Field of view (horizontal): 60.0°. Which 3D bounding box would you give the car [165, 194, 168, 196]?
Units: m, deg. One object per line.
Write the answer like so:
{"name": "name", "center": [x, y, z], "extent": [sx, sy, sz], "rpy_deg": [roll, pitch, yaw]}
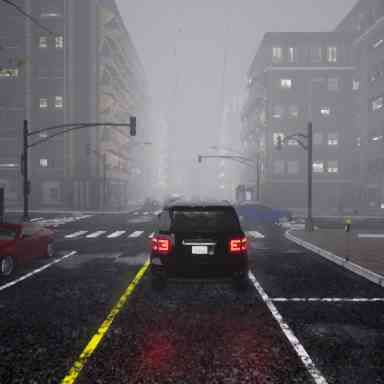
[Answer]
{"name": "car", "center": [-4.967, 1.314, 70.675], "extent": [2.192, 1.841, 5.009], "rpy_deg": [0, 0, 1]}

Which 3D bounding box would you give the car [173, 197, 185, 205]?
{"name": "car", "center": [-2.428, 1.563, 61.649], "extent": [1.994, 1.385, 4.181], "rpy_deg": [0, 0, 1]}

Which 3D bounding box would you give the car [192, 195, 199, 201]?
{"name": "car", "center": [0.856, 1.478, 82.752], "extent": [1.882, 1.535, 5.008], "rpy_deg": [0, 0, 1]}

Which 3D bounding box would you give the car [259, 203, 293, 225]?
{"name": "car", "center": [4.985, 1.527, 24.850], "extent": [5.008, 1.535, 1.882], "rpy_deg": [2, 0, 0]}

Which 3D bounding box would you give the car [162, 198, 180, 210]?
{"name": "car", "center": [-2.644, 1.562, 43.109], "extent": [1.994, 1.385, 4.181], "rpy_deg": [0, 0, 2]}

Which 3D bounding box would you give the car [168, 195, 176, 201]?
{"name": "car", "center": [-4.849, 1.525, 81.782], "extent": [1.752, 1.417, 4.829], "rpy_deg": [0, 0, 1]}

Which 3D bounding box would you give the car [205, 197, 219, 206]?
{"name": "car", "center": [3.237, 1.549, 53.667], "extent": [2.008, 1.369, 4.403], "rpy_deg": [0, 0, 1]}

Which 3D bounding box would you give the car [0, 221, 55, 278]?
{"name": "car", "center": [-5.600, 1.581, 10.074], "extent": [1.802, 1.307, 4.206], "rpy_deg": [0, 0, 1]}

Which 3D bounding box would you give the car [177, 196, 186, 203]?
{"name": "car", "center": [-2.259, 1.522, 71.954], "extent": [1.812, 1.442, 4.674], "rpy_deg": [0, 0, 1]}

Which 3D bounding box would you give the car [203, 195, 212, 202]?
{"name": "car", "center": [3.473, 1.440, 76.220], "extent": [1.967, 1.590, 4.097], "rpy_deg": [0, 0, 1]}

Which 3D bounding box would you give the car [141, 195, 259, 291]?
{"name": "car", "center": [0.178, 1.221, 9.152], "extent": [2.150, 2.045, 5.566], "rpy_deg": [0, 0, 1]}

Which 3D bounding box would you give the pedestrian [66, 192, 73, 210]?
{"name": "pedestrian", "center": [-12.374, 0.902, 33.550], "extent": [0.375, 1.860, 0.375], "rpy_deg": [0, -1, 0]}

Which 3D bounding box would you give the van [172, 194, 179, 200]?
{"name": "van", "center": [-4.730, 1.340, 93.229], "extent": [1.690, 1.788, 3.998], "rpy_deg": [0, 0, 1]}

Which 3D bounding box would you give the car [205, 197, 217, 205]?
{"name": "car", "center": [3.296, 1.543, 59.304], "extent": [1.887, 1.381, 4.507], "rpy_deg": [0, 0, 1]}
